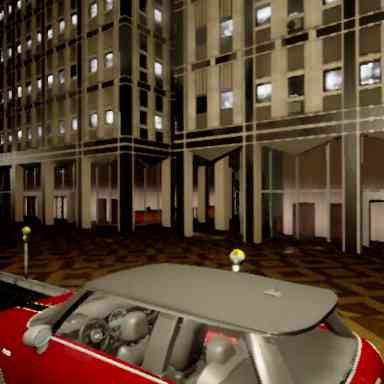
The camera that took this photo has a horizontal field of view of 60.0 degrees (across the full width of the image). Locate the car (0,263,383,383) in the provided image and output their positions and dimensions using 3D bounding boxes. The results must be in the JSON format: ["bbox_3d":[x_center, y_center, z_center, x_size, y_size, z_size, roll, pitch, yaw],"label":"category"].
[{"bbox_3d":[-0.444,1.445,3.195,4.097,1.590,1.967,0,0,36],"label":"car"}]
